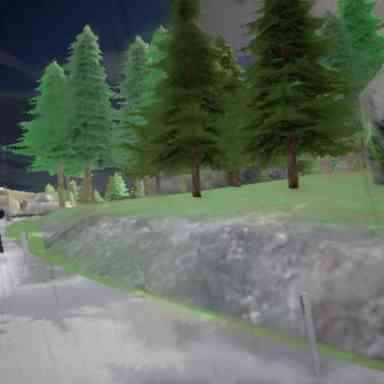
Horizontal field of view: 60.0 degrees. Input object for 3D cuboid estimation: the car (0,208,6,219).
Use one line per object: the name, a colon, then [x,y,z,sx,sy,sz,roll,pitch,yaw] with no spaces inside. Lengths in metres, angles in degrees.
car: [-21.539,2.278,35.815,1.812,1.442,4.674,-4,-1,-9]
